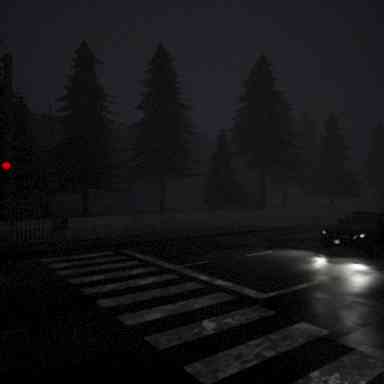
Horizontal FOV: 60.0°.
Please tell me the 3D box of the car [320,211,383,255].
[{"bbox_3d":[7.116,1.508,13.356,4.674,1.442,1.812,0,0,-36],"label":"car"}]
